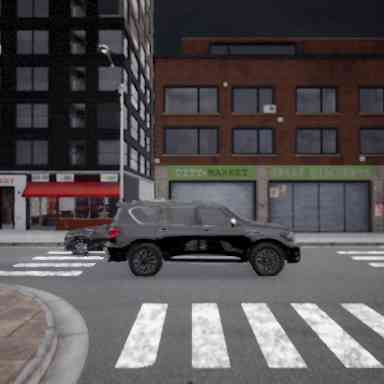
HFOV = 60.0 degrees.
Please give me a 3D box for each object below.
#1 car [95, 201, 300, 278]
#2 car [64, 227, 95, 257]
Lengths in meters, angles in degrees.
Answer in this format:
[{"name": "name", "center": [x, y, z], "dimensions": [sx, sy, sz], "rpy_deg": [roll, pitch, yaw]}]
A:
[{"name": "car", "center": [0.274, 1.290, 9.938], "dimensions": [5.566, 2.045, 2.150], "rpy_deg": [0, -1, 0]}, {"name": "car", "center": [-2.492, 1.638, 12.896], "dimensions": [4.674, 1.442, 1.812], "rpy_deg": [0, -1, 0]}]
